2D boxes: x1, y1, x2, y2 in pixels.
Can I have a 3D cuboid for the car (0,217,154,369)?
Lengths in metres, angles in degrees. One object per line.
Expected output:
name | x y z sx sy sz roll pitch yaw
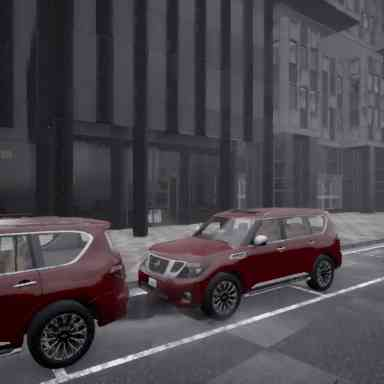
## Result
car | -3.263 1.315 4.206 5.009 1.841 2.192 0 0 -35

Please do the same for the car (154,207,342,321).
car | 1.335 1.314 7.473 5.009 1.841 2.192 0 0 -35
